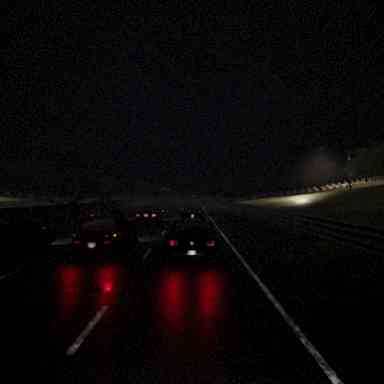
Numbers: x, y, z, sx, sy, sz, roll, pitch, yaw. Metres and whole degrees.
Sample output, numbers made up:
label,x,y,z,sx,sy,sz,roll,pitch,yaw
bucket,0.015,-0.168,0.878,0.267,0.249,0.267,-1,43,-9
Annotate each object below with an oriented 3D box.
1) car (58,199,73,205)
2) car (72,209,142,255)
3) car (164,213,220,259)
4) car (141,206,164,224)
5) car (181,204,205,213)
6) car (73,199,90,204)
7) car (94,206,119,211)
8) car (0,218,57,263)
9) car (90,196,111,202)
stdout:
label,x,y,z,sx,sy,sz,roll,pitch,yaw
car,-24.283,2.139,64.549,1.882,1.535,5.008,0,-1,0
car,-3.468,1.676,13.865,1.812,1.442,4.674,0,0,1
car,0.023,1.745,13.238,1.895,1.301,4.718,0,-1,0
car,-3.448,1.834,27.490,2.033,1.411,5.357,0,-1,1
car,0.079,1.780,29.192,1.882,1.535,5.008,0,0,1
car,-20.786,2.185,64.542,1.812,1.442,4.674,0,-1,1
car,-6.948,1.834,27.507,2.033,1.411,5.357,0,-1,0
car,-6.984,1.685,12.529,2.033,1.411,5.357,0,-1,0
car,-17.290,1.883,64.509,2.150,2.045,5.566,0,-1,1
